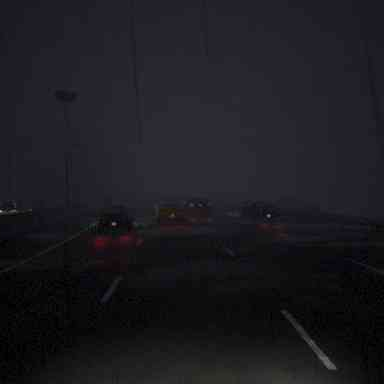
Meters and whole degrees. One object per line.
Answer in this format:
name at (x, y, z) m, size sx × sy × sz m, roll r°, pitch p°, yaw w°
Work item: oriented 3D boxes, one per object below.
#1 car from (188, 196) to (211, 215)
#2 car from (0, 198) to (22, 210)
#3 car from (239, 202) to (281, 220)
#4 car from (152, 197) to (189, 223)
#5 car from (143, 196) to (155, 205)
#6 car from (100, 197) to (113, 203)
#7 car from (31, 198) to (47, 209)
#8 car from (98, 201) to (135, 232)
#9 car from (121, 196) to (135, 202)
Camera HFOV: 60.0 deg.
car at (0.341, 1.265, 32.780) m, size 2.097 × 1.767 × 4.553 m, roll -1°, pitch 0°, yaw -12°
car at (-25.602, 1.627, 47.180) m, size 2.097 × 1.767 × 4.553 m, roll -1°, pitch 0°, yaw -19°
car at (5.278, 1.453, 26.682) m, size 1.895 × 1.301 × 4.718 m, roll -1°, pitch 0°, yaw -10°
car at (-1.731, 1.441, 25.085) m, size 1.882 × 1.535 × 5.008 m, roll 0°, pitch 0°, yaw -9°
car at (-7.377, 1.491, 59.177) m, size 1.812 × 1.442 × 4.674 m, roll 0°, pitch 0°, yaw -22°
car at (-15.611, 1.580, 60.853) m, size 2.128 × 1.511 × 4.902 m, roll -1°, pitch 0°, yaw -24°
car at (-22.550, 1.725, 49.104) m, size 1.837 × 1.490 × 4.892 m, roll -1°, pitch 0°, yaw -19°
car at (-4.597, 1.545, 20.400) m, size 1.812 × 1.442 × 4.674 m, roll 0°, pitch 0°, yaw -8°
car at (-11.754, 1.521, 60.671) m, size 2.128 × 1.511 × 4.902 m, roll -1°, pitch 0°, yaw -23°
